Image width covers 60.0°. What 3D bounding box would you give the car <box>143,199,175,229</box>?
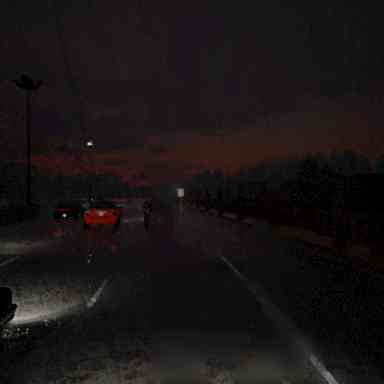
[{"bbox_3d":[-2.171,1.474,21.783,2.128,1.511,4.902,0,0,-8],"label":"car"}]

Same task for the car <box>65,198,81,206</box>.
[{"bbox_3d":[-22.561,1.933,63.369,1.895,1.301,4.718,0,-3,-8],"label":"car"}]

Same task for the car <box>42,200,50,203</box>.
[{"bbox_3d":[-30.822,2.491,71.404,2.128,1.511,4.902,0,-4,-8],"label":"car"}]

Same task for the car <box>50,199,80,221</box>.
[{"bbox_3d":[-10.115,1.514,27.831,1.837,1.490,4.892,0,0,-8],"label":"car"}]

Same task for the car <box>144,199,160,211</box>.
[{"bbox_3d":[-5.054,1.580,41.477,1.895,1.301,4.718,0,0,-8],"label":"car"}]

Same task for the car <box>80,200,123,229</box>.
[{"bbox_3d":[-5.737,1.347,22.004,2.097,1.767,4.553,0,0,-8],"label":"car"}]

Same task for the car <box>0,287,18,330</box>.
[{"bbox_3d":[-3.575,1.553,2.754,2.033,1.411,5.357,0,0,-2],"label":"car"}]

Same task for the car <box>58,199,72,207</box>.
[{"bbox_3d":[-27.361,2.451,71.919,1.837,1.490,4.892,0,-4,-8],"label":"car"}]
